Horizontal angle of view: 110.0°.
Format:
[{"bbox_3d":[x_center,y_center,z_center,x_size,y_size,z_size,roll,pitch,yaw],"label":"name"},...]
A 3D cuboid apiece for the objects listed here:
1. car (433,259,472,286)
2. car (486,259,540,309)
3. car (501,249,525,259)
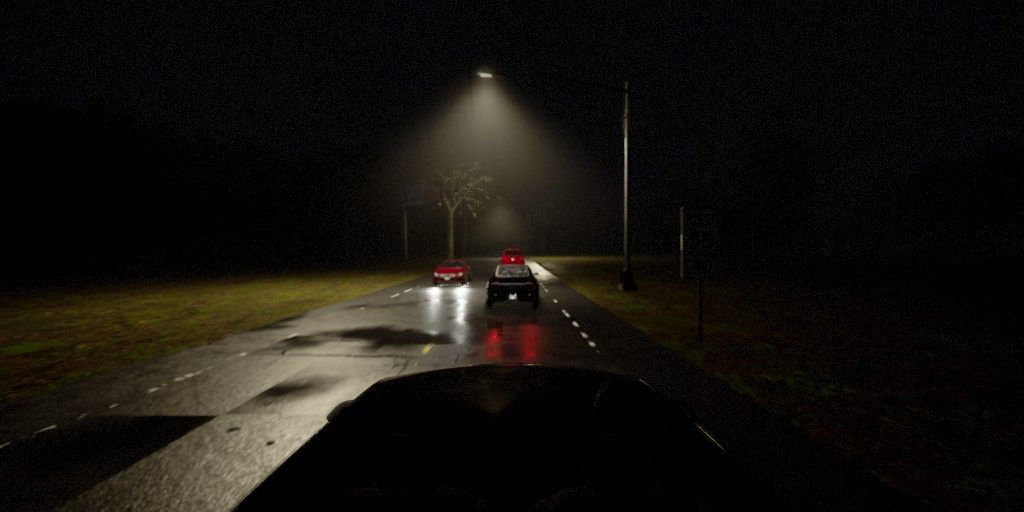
[{"bbox_3d":[-3.550,0.946,22.057,1.812,1.442,4.674,0,1,1],"label":"car"},{"bbox_3d":[0.039,1.064,13.930,2.128,1.511,4.902,0,1,0],"label":"car"},{"bbox_3d":[0.090,0.333,35.391,2.150,2.045,5.566,0,2,0],"label":"car"}]
